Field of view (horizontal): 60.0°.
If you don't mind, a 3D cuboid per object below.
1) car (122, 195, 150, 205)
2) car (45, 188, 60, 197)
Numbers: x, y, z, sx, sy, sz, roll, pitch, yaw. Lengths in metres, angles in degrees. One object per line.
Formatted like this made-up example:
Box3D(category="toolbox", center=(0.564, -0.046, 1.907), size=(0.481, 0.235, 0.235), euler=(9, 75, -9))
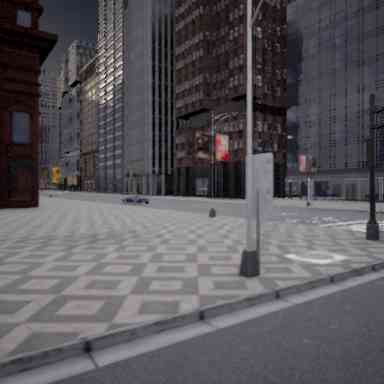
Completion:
Box3D(category="car", center=(-7.198, 1.010, 42.725), size=(1.895, 1.301, 4.718), euler=(0, 1, -35))
Box3D(category="car", center=(-33.037, 0.402, 79.365), size=(1.895, 1.301, 4.718), euler=(0, 1, -35))
